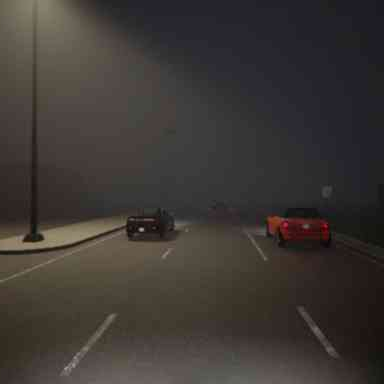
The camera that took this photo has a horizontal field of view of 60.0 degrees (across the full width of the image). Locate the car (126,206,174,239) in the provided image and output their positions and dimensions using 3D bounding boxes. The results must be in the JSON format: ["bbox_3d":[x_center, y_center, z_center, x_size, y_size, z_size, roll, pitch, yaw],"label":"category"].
[{"bbox_3d":[-2.110,1.510,17.661,2.128,1.511,4.902,0,0,5],"label":"car"}]

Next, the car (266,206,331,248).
[{"bbox_3d":[4.730,1.401,15.390,2.097,1.767,4.553,0,0,5],"label":"car"}]

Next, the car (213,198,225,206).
[{"bbox_3d":[4.653,1.718,57.350,1.895,1.301,4.718,0,0,5],"label":"car"}]

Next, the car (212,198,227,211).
[{"bbox_3d":[3.487,1.612,42.439,1.812,1.442,4.674,0,0,5],"label":"car"}]
